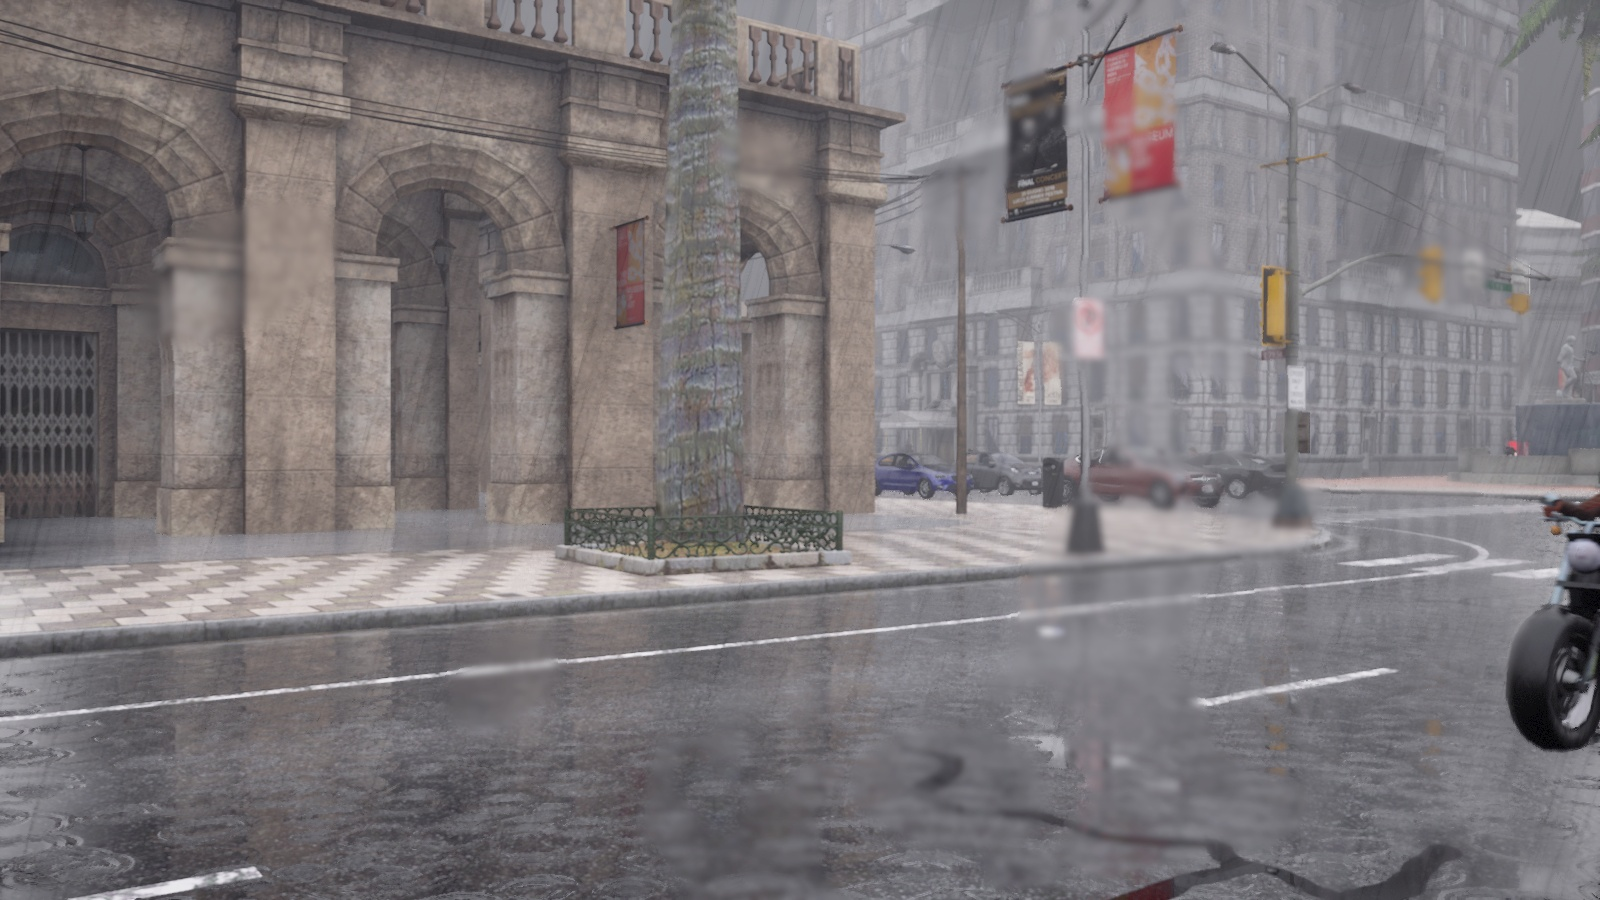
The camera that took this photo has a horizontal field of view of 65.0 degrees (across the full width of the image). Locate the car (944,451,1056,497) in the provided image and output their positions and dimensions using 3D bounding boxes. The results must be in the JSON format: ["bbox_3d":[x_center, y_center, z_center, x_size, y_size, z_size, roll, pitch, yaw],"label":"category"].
[{"bbox_3d":[6.894,0.805,43.625,1.845,1.501,3.633,0,0,-35],"label":"car"}]

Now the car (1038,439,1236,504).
[{"bbox_3d":[9.143,0.548,34.468,2.152,1.651,5.027,0,0,-35],"label":"car"}]

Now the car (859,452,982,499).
[{"bbox_3d":[3.947,0.812,41.834,1.816,1.474,4.193,0,0,-34],"label":"car"}]

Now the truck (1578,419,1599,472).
[{"bbox_3d":[54.736,-0.293,80.446,2.891,3.462,7.936,0,0,-26],"label":"truck"}]

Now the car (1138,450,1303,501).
[{"bbox_3d":[13.434,0.770,40.382,1.837,1.490,4.892,0,0,-35],"label":"car"}]

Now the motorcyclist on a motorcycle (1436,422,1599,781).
[{"bbox_3d":[4.419,0.691,6.737,2.350,1.649,0.766,0,0,-35],"label":"motorcyclist on a motorcycle"}]
